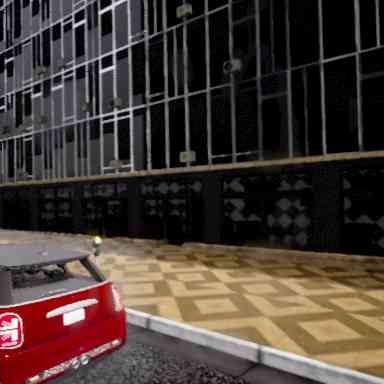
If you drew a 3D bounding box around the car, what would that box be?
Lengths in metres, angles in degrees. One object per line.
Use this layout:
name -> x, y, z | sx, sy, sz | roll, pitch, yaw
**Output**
car -> -2.951, 1.493, 4.997 | 4.097, 1.590, 1.967 | -1, -1, 36
